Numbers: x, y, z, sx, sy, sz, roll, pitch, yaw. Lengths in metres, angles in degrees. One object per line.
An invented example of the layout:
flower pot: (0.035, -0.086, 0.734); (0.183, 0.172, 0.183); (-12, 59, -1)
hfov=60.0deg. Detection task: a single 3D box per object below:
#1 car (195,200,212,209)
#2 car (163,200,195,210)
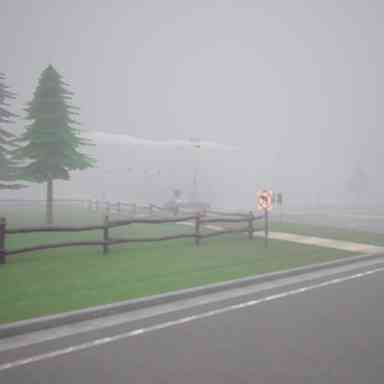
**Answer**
car: (0.985, 1.926, 50.996); (1.895, 1.301, 4.718); (1, 0, -35)
car: (-2.298, 1.835, 49.594); (2.033, 1.411, 5.357); (1, 0, -35)
